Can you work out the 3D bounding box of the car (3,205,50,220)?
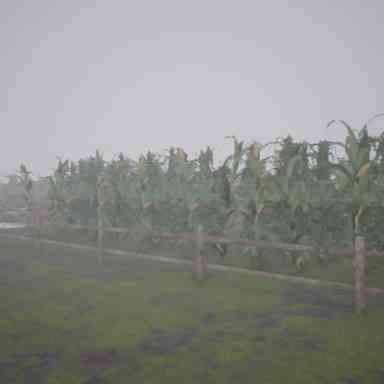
[{"bbox_3d":[-13.331,1.740,27.796,1.994,1.385,4.181,-1,-1,36],"label":"car"}]
